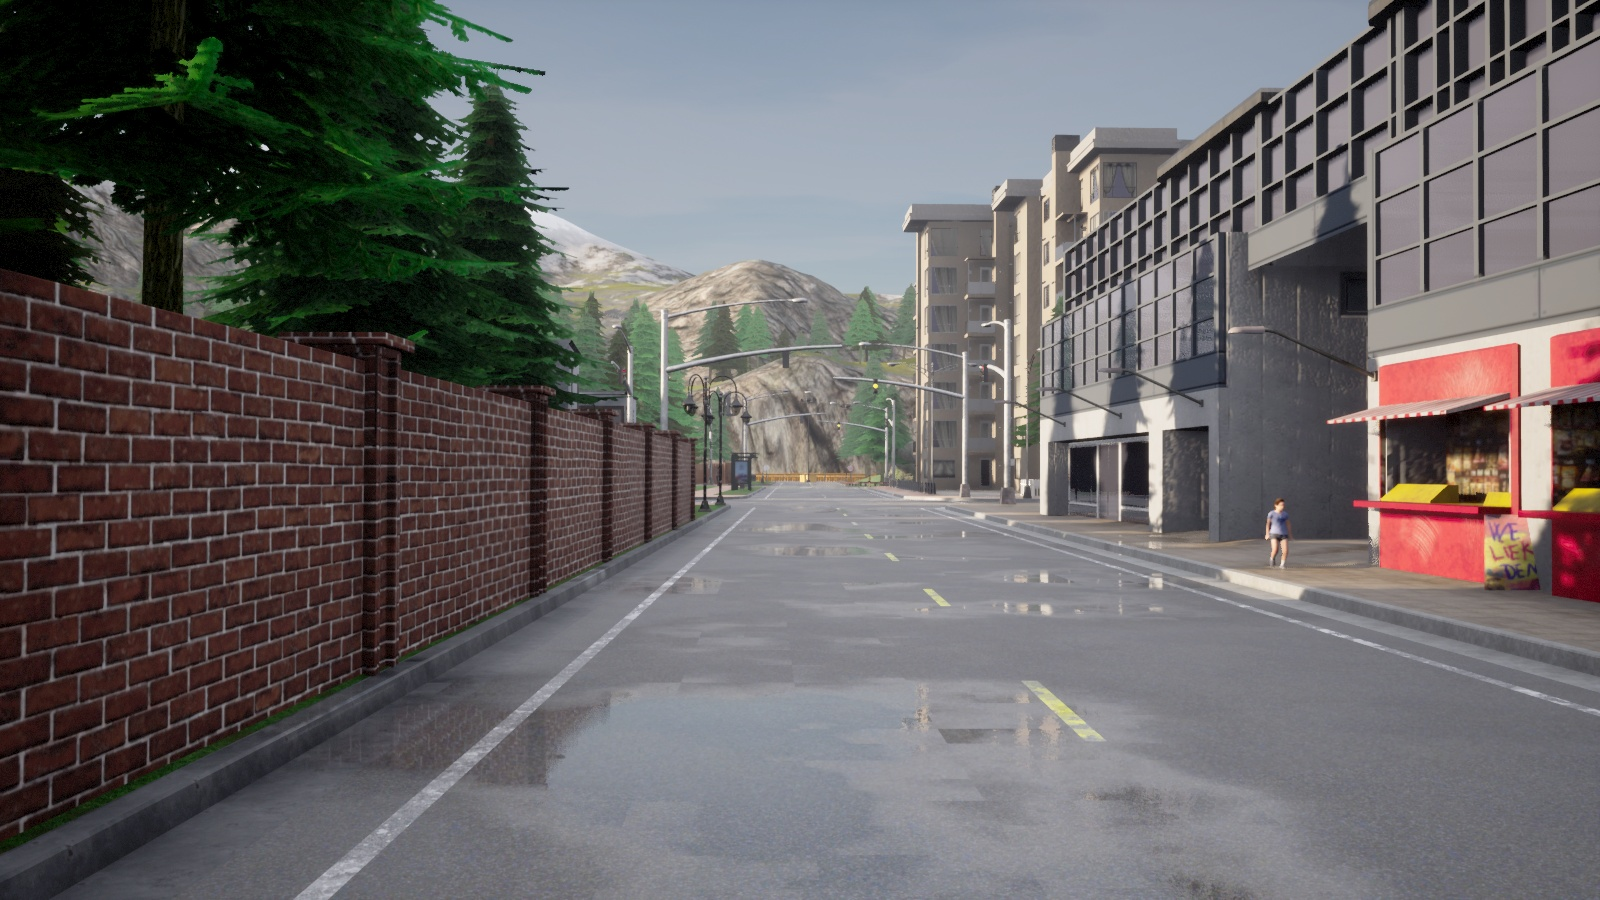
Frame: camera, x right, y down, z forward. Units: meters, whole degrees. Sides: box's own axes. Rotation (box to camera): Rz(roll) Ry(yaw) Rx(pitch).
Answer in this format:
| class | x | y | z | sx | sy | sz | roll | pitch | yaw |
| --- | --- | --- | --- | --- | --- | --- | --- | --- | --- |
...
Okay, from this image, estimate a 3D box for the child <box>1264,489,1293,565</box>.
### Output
| class | x | y | z | sx | sy | sz | roll | pitch | yaw |
| --- | --- | --- | --- | --- | --- | --- | --- | --- | --- |
| child | 7.095 | 1.139 | 18.635 | 0.255 | 1.110 | 0.394 | 0 | -1 | -3 |
